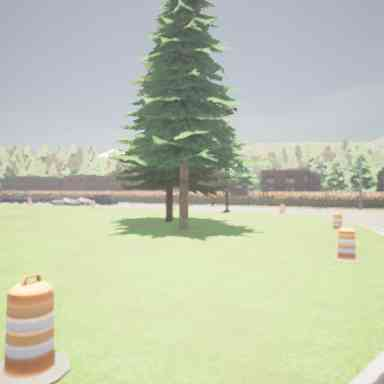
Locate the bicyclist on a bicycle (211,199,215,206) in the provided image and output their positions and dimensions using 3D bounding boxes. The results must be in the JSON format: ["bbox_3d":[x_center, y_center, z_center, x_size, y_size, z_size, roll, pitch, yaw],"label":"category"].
[{"bbox_3d":[3.795,1.673,60.428,0.582,1.620,1.656,0,0,26],"label":"bicyclist on a bicycle"}]

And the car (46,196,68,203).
[{"bbox_3d":[-29.393,1.566,72.361,4.181,1.385,1.994,0,0,26],"label":"car"}]

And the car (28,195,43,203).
[{"bbox_3d":[-32.532,1.549,66.104,4.718,1.301,1.895,0,0,26],"label":"car"}]

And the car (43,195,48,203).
[{"bbox_3d":[-30.921,1.339,69.213,4.553,1.767,2.097,0,0,26],"label":"car"}]

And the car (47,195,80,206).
[{"bbox_3d":[-21.996,1.677,56.990,4.674,1.442,1.812,1,0,27],"label":"car"}]

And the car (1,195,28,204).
[{"bbox_3d":[-34.032,1.280,62.943,4.553,1.767,2.097,0,0,26],"label":"car"}]

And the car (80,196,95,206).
[{"bbox_3d":[-20.442,1.707,60.124,4.674,1.442,1.812,1,0,27],"label":"car"}]

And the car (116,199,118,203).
[{"bbox_3d":[-16.976,1.736,66.215,4.902,1.511,2.128,0,0,27],"label":"car"}]

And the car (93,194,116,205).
[{"bbox_3d":[-17.690,1.442,62.655,5.566,2.045,2.150,1,0,27],"label":"car"}]
